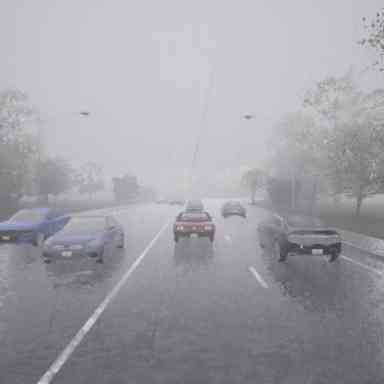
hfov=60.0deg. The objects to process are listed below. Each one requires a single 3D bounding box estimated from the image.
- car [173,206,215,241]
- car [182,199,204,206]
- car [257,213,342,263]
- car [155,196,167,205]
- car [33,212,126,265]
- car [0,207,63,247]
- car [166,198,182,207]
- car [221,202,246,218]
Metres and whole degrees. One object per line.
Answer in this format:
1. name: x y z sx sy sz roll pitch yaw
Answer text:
1. car: 0.100 1.601 16.740 1.895 1.301 4.718 0 0 0
2. car: 0.329 1.548 35.581 2.033 1.411 5.357 0 0 2
3. car: 3.601 1.492 11.967 2.128 1.511 4.902 0 0 0
4. car: -5.121 1.522 58.359 1.812 1.442 4.674 0 0 8
5. car: -3.596 1.526 11.884 1.812 1.442 4.674 0 0 0
6. car: -7.092 1.477 15.184 1.882 1.535 5.008 0 0 0
7. car: -2.307 1.600 52.458 1.895 1.301 4.718 0 0 6
8. car: 3.714 1.565 30.452 1.994 1.385 4.181 0 0 1
